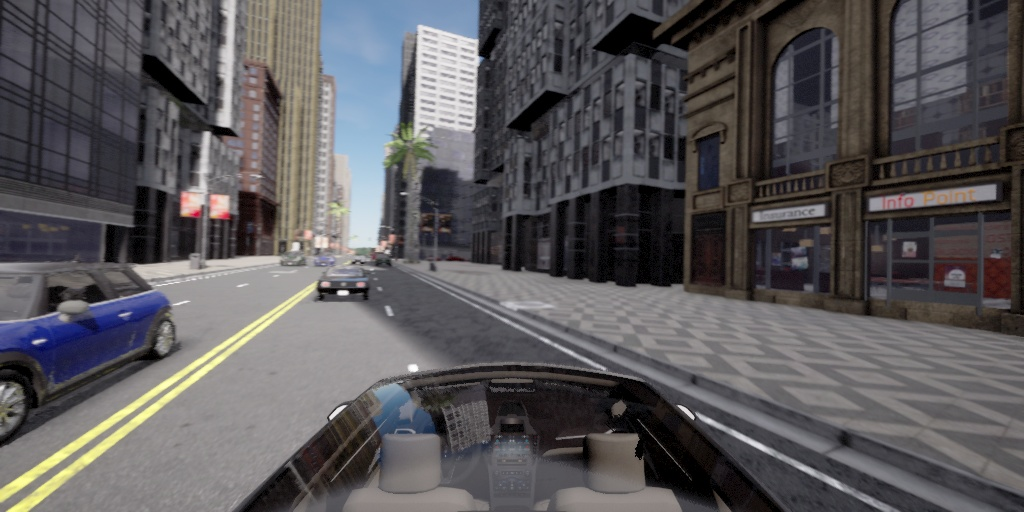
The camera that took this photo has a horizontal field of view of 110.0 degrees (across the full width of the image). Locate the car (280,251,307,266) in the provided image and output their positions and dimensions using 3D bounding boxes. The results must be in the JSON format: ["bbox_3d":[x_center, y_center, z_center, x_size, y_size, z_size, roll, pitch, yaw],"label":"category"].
[{"bbox_3d":[-24.865,0.238,40.903,2.097,1.767,4.553,2,0,-22],"label":"car"}]

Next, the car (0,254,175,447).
[{"bbox_3d":[-6.256,0.875,4.259,2.097,1.767,4.553,2,0,-22],"label":"car"}]

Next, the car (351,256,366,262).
[{"bbox_3d":[-21.203,0.637,49.508,1.895,1.301,4.718,2,0,-22],"label":"car"}]

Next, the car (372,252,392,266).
[{"bbox_3d":[-18.433,0.491,51.334,2.097,1.767,4.553,2,0,-22],"label":"car"}]

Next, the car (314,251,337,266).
[{"bbox_3d":[-21.862,0.346,42.143,2.097,1.767,4.553,2,0,-22],"label":"car"}]

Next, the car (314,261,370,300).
[{"bbox_3d":[-7.240,1.084,15.666,1.895,1.301,4.718,2,0,-22],"label":"car"}]
